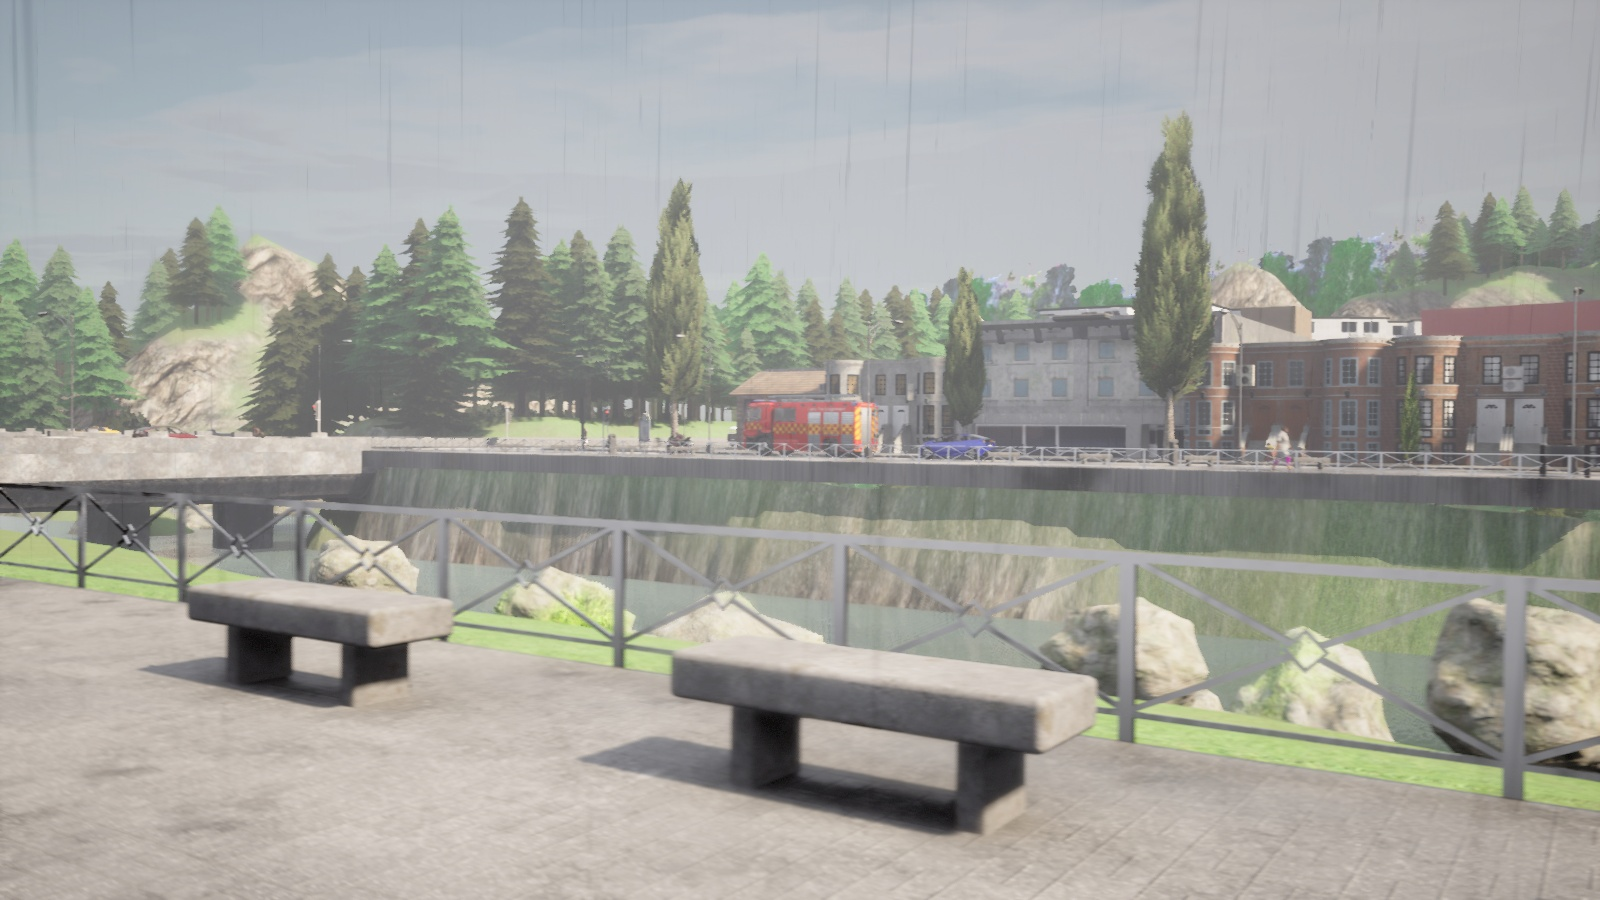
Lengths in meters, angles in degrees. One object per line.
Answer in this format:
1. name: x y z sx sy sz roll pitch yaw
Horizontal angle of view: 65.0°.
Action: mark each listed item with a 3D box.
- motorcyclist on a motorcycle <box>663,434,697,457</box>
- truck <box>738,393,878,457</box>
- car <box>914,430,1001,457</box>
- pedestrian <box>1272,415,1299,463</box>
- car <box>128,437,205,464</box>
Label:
1. motorcyclist on a motorcycle: -8.014 -0.301 83.557 2.191 1.530 0.866 0 1 34
2. truck: 0.423 -1.501 77.931 8.468 3.827 2.891 0 1 34
3. car: 9.037 -0.389 72.234 4.514 1.525 2.007 0 1 34
4. pedestrian: 19.859 -0.440 51.387 0.873 1.952 0.659 0 1 38
5. car: -38.032 0.025 75.469 1.789 1.549 3.705 0 1 34
